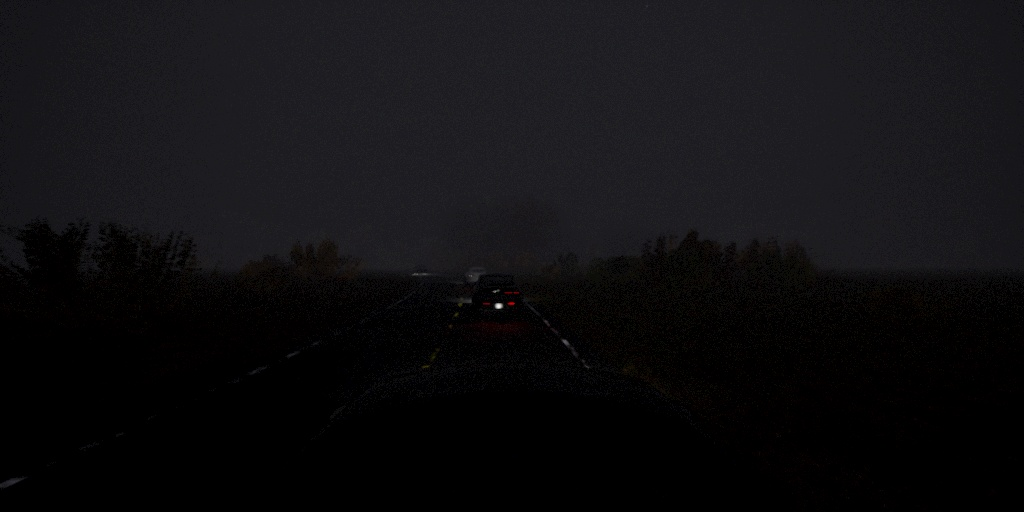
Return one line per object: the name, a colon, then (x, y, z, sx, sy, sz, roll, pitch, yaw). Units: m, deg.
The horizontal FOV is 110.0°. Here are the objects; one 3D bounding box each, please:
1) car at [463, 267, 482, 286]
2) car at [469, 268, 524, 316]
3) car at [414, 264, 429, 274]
car: (-2.953, 1.662, 29.951, 1.812, 1.442, 4.674, 0, -1, -11)
car: (-0.654, 1.427, 14.327, 1.837, 1.490, 4.892, 0, 0, -5)
car: (-14.501, 2.034, 57.092, 1.837, 1.490, 4.892, 0, -1, -22)
